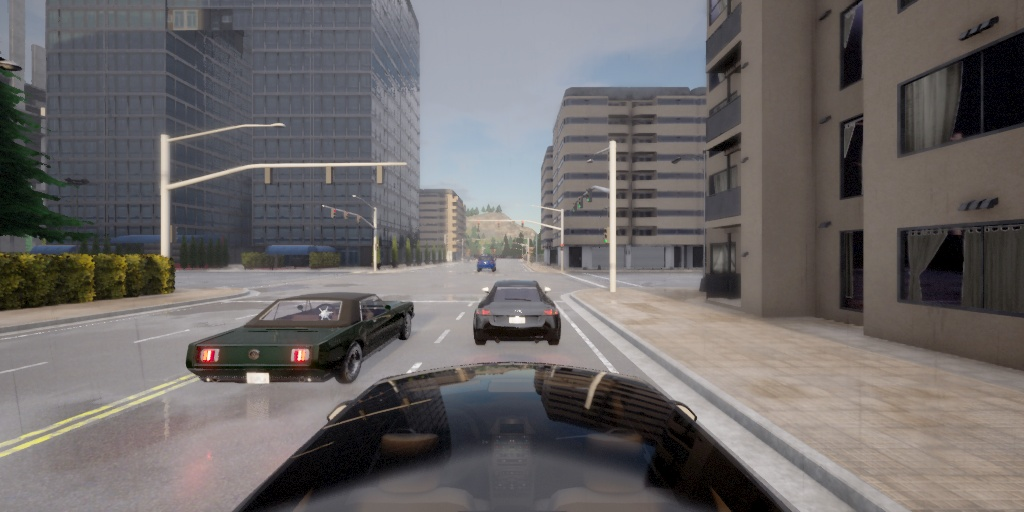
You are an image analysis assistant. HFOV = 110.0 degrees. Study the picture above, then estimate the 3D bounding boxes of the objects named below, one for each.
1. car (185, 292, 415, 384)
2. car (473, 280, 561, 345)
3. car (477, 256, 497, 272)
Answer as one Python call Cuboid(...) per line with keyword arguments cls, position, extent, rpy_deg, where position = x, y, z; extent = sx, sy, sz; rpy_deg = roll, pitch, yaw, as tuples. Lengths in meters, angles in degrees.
Cuboid(cls="car", position=(-3.384, 1.351, 7.025), extent=(1.895, 1.301, 4.718), rpy_deg=(0, 0, 0))
Cuboid(cls="car", position=(0.126, 1.314, 9.504), extent=(1.994, 1.385, 4.181), rpy_deg=(0, 0, 1))
Cuboid(cls="car", position=(-3.232, 0.971, 46.262), extent=(2.150, 2.045, 5.566), rpy_deg=(0, 0, 0))
